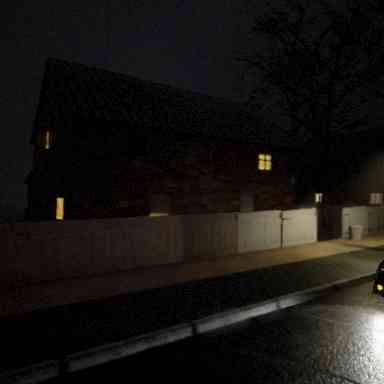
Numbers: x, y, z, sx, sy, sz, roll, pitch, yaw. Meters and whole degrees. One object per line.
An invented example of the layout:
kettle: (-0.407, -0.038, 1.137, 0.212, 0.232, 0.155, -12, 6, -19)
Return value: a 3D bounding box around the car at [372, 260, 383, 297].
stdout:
car: (5.753, 1.586, 7.173, 4.181, 1.385, 1.994, 0, 0, -35)
